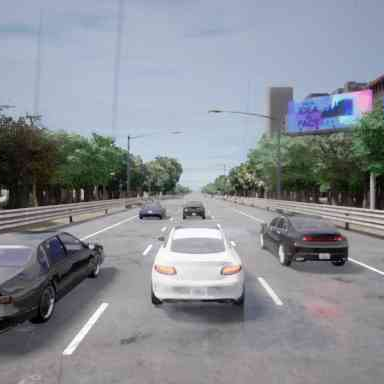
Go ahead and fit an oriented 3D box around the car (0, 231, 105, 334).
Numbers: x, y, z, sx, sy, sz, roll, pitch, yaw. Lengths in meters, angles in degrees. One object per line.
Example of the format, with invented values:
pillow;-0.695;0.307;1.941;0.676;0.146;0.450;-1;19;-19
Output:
car;-3.383;1.547;7.083;2.033;1.411;5.357;0;0;0

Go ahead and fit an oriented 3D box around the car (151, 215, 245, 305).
car;0.119;1.526;7.976;1.812;1.442;4.674;0;0;0

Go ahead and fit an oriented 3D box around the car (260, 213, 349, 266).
car;3.628;1.504;11.519;1.837;1.490;4.892;0;0;0

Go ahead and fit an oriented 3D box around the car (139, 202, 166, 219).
car;-3.331;1.563;28.630;1.994;1.385;4.181;0;0;0

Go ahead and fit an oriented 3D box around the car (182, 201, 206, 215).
car;0.171;1.504;28.580;1.837;1.490;4.892;0;0;0
